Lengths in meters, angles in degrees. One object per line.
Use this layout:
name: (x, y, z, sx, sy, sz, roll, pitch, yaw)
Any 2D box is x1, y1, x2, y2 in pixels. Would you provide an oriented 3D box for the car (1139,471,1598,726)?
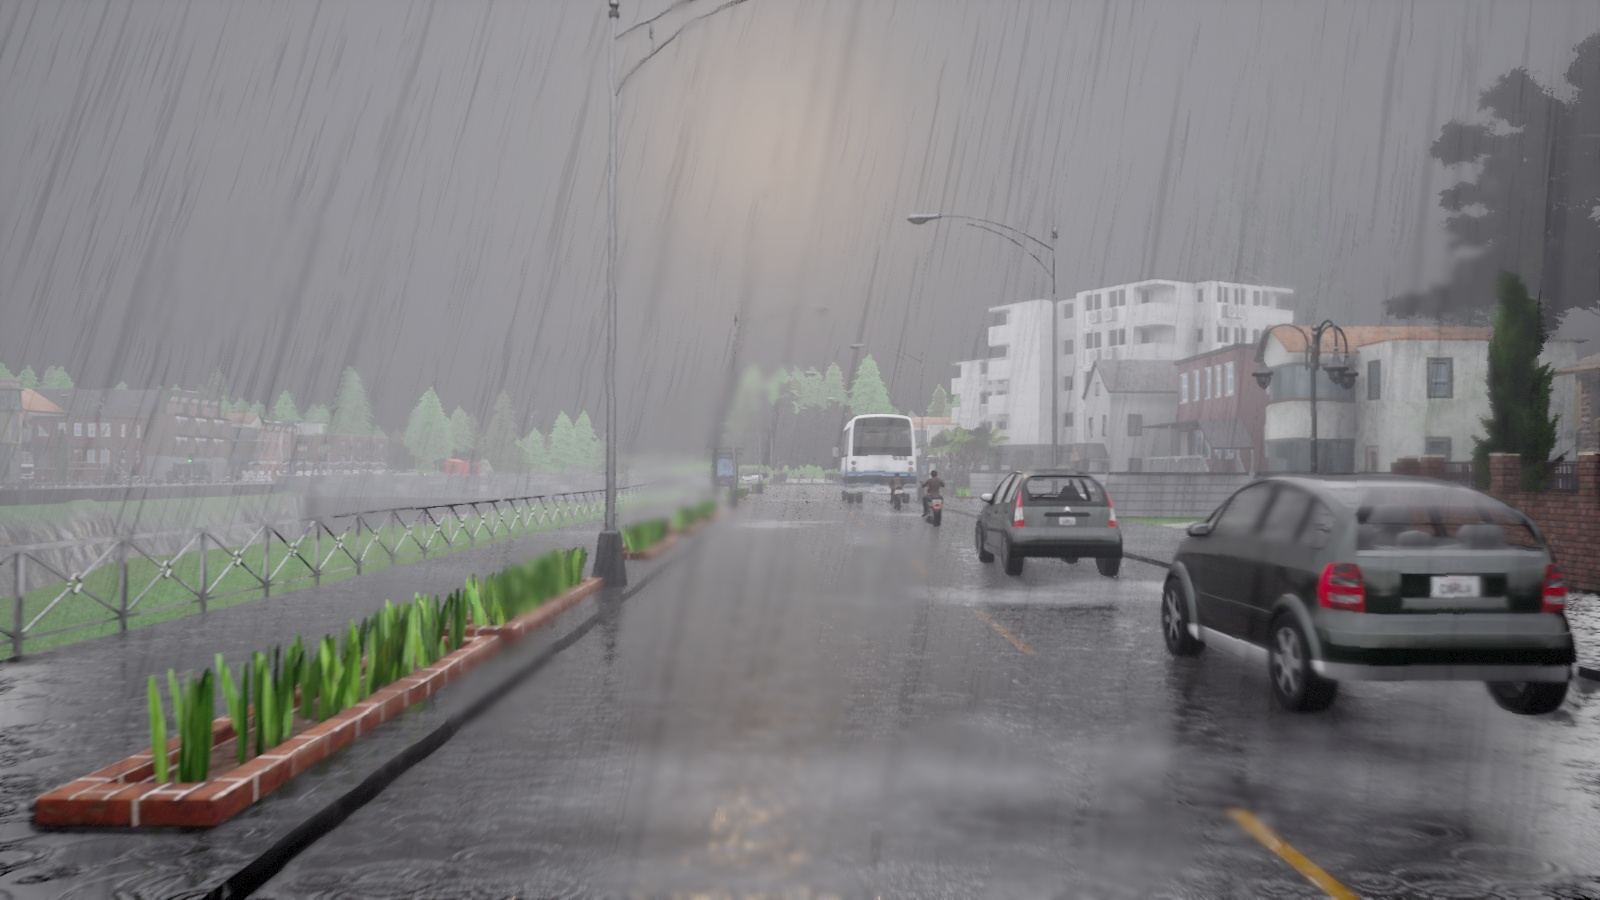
car: (3.978, 0.937, 9.544, 1.789, 1.549, 3.705, 0, -1, 0)

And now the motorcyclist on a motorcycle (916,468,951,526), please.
motorcyclist on a motorcycle: (3.913, 1.369, 37.006, 0.766, 1.649, 2.350, 0, -1, 0)

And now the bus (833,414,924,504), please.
bus: (3.843, 0.501, 64.441, 3.944, 4.253, 10.273, 0, -1, 0)

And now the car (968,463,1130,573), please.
car: (3.951, 1.042, 20.608, 1.851, 1.617, 3.988, 0, -1, 0)

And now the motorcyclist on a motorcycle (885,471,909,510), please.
motorcyclist on a motorcycle: (3.882, 1.622, 50.234, 0.797, 1.523, 2.044, 0, -1, 0)
